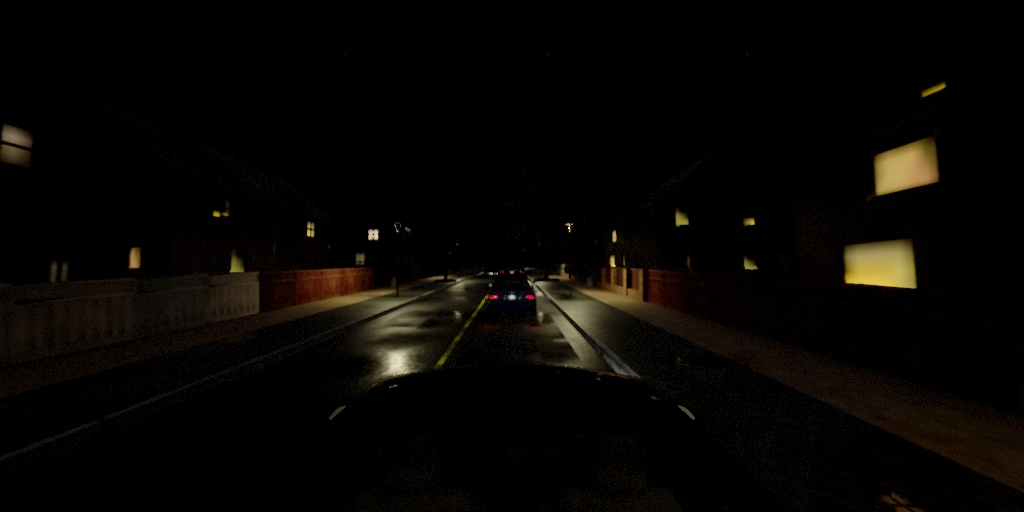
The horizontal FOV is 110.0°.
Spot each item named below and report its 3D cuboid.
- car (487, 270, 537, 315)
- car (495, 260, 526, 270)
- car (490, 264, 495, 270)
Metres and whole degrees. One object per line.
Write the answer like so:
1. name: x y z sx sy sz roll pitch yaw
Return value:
1. car: 0.007 1.457 14.452 2.033 1.411 5.357 0 -1 0
2. car: 0.004 1.334 29.486 2.150 2.045 5.566 0 0 0
3. car: -2.772 2.122 61.515 2.033 1.411 5.357 0 -1 0
